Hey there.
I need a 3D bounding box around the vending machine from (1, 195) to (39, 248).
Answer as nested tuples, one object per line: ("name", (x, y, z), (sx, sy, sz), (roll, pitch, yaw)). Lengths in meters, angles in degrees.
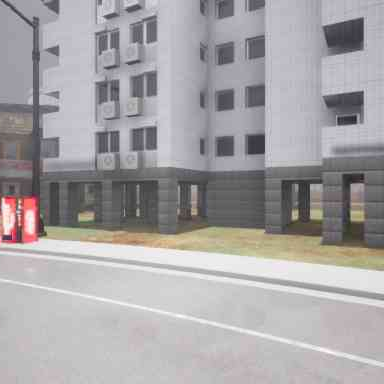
("vending machine", (-7.198, 1.195, 13.927), (0.880, 2.100, 1.100), (0, 0, 21))
